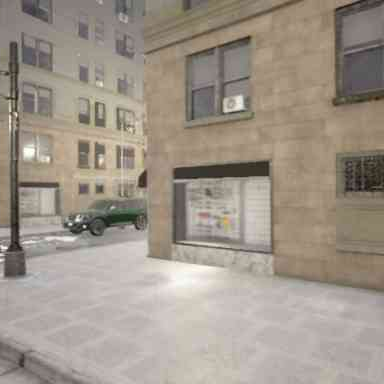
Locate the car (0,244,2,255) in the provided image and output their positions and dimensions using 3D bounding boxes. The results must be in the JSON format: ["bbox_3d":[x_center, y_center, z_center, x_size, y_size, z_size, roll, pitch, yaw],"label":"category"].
[{"bbox_3d":[-7.606,1.558,9.636,1.882,1.535,5.008,-2,0,-2],"label":"car"}]

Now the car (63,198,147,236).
[{"bbox_3d":[-4.842,1.370,19.878,2.150,2.045,5.566,-1,-1,36],"label":"car"}]
